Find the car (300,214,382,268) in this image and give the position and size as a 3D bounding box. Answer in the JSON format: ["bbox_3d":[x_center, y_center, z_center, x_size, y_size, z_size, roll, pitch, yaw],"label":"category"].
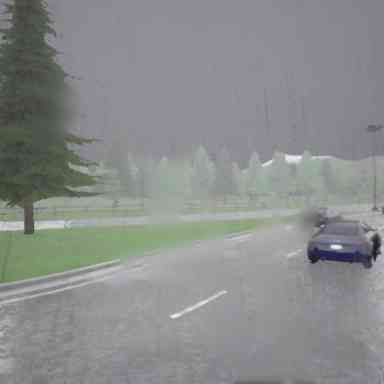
[{"bbox_3d":[5.626,1.702,12.056,1.994,1.385,4.181,-1,-1,34],"label":"car"}]

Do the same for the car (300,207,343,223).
[{"bbox_3d":[8.822,1.775,22.387,1.837,1.490,4.892,-2,-1,37],"label":"car"}]

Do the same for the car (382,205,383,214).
[{"bbox_3d":[24.026,1.853,39.351,4.902,1.511,2.128,0,-1,-44],"label":"car"}]
